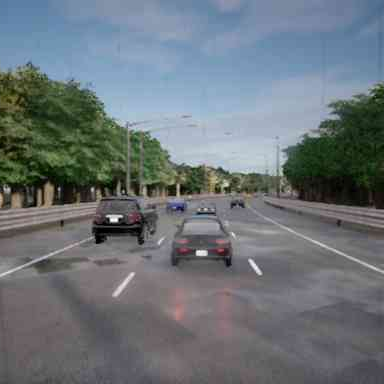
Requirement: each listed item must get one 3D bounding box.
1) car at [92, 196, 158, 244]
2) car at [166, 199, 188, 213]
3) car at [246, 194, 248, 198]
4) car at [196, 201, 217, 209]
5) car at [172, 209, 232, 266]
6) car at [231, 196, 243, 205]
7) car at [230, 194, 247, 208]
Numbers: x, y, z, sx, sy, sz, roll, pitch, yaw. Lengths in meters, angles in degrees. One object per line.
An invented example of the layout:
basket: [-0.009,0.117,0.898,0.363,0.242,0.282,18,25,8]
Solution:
car: [-3.019,1.218,16.032,2.150,2.045,5.566,0,0,2]
car: [-1.604,1.471,36.825,1.882,1.535,5.008,0,0,5]
car: [11.174,1.339,76.967,2.097,1.767,4.553,0,0,12]
car: [1.366,1.546,30.680,2.033,1.411,5.357,0,0,4]
car: [0.342,1.526,11.503,1.812,1.442,4.674,0,0,2]
car: [8.319,1.482,60.803,2.128,1.511,4.902,0,0,9]
car: [6.433,1.491,47.234,1.837,1.490,4.892,0,0,7]
